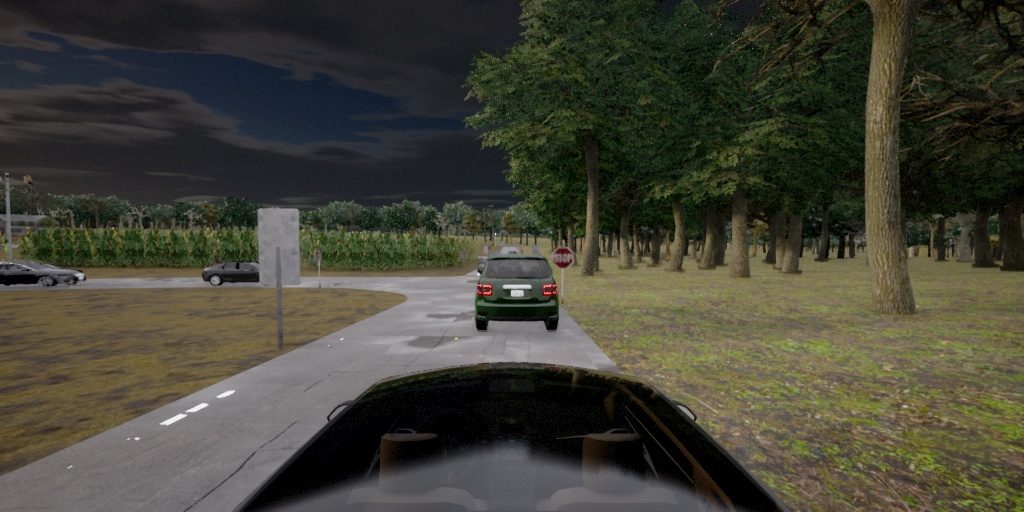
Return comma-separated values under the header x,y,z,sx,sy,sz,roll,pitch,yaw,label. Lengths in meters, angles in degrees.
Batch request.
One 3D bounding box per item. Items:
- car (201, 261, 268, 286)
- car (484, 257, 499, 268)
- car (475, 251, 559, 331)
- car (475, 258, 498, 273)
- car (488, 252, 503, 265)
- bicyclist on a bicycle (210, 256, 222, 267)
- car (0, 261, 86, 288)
x,y,z,sx,sy,sz,roll,pitch,yaw,label
-16.930,1.085,23.054,4.892,1.490,1.837,0,2,-7,car
-2.726,0.864,49.377,1.812,1.442,4.674,0,1,0,car
0.124,0.959,11.048,2.150,2.045,5.566,0,0,0,car
-2.754,1.006,39.946,2.128,1.511,4.902,0,1,0,car
-2.690,0.306,60.068,2.150,2.045,5.566,0,1,0,car
-23.385,0.816,28.411,0.582,1.620,1.656,0,1,-11,bicyclist on a bicycle
-28.239,1.056,20.761,4.902,1.511,2.128,0,2,-19,car
